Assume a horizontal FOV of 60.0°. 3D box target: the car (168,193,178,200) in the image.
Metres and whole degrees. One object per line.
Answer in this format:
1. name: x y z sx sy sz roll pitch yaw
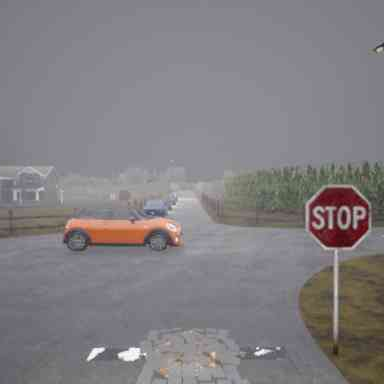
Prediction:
1. car: -3.356 1.194 48.126 1.994 1.385 4.181 0 1 0

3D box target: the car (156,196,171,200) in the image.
1. car: -3.161 1.404 28.983 1.882 1.535 5.008 0 0 -1

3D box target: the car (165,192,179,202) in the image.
1. car: -3.462 0.886 58.497 2.128 1.511 4.902 0 1 0

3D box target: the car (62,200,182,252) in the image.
1. car: -2.661 1.333 13.354 4.553 1.767 2.097 0 0 0

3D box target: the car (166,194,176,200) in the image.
1. car: -3.263 1.356 38.801 2.033 1.411 5.357 0 1 -1
